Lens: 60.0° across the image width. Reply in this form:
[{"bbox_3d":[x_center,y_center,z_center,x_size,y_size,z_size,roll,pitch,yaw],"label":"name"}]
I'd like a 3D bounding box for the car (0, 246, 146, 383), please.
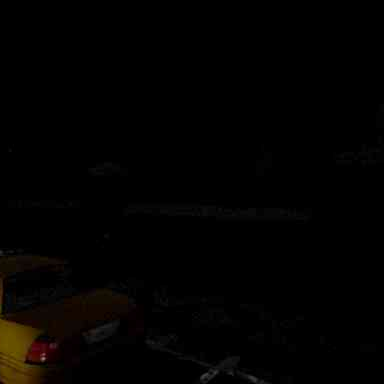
[{"bbox_3d":[-2.864,1.502,5.012,4.829,1.417,1.752,0,0,36],"label":"car"}]
